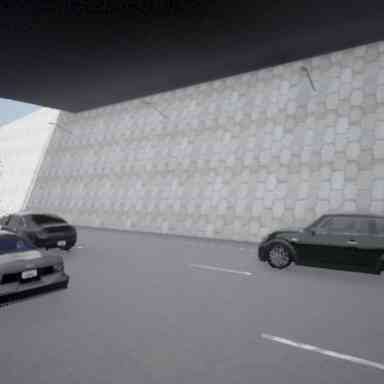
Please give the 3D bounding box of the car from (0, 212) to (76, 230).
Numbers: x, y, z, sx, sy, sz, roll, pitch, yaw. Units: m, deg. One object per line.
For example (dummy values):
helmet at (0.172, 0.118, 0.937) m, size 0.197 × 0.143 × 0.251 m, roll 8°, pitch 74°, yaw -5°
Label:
car at (-6.479, 1.537, 12.922) m, size 4.892 × 1.490 × 1.837 m, roll 0°, pitch 0°, yaw 36°

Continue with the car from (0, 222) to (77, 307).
car at (-5.040, 1.569, 7.591) m, size 5.357 × 1.411 × 2.033 m, roll 0°, pitch 0°, yaw 36°

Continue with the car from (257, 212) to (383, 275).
car at (4.217, 1.357, 9.581) m, size 4.553 × 1.767 × 2.097 m, roll 0°, pitch 0°, yaw 36°
